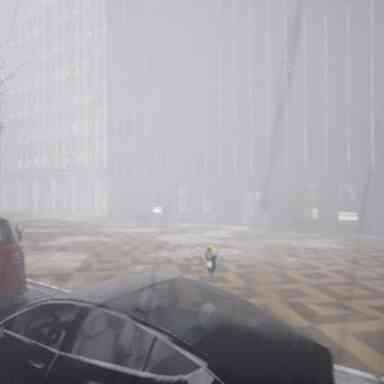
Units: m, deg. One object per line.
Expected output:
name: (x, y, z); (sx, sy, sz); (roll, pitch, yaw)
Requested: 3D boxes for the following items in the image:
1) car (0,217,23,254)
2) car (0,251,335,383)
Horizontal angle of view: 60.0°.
car: (-5.311, 1.315, 6.624); (5.009, 1.841, 2.192); (0, 0, 35)
car: (-0.796, 1.562, 3.442); (4.313, 1.339, 1.947); (0, 0, 35)
